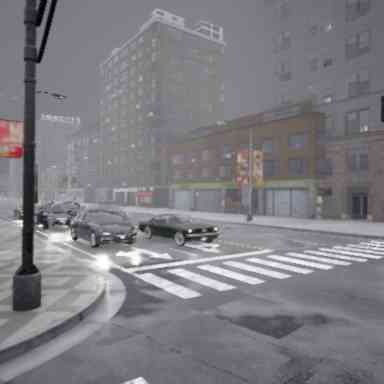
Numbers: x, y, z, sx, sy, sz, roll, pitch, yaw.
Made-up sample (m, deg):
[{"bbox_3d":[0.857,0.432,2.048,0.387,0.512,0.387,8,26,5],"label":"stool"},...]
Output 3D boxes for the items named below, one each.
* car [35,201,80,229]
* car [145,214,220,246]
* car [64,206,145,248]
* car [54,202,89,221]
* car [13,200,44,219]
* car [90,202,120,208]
[{"bbox_3d":[-9.760,1.659,23.332,2.128,1.511,4.902,1,-1,-36],"label":"car"},{"bbox_3d":[-0.744,1.763,16.399,1.895,1.301,4.718,1,-1,-36],"label":"car"},{"bbox_3d":[-4.290,1.633,15.753,1.837,1.490,4.892,1,-1,-36],"label":"car"},{"bbox_3d":[-11.358,1.738,31.109,1.837,1.490,4.892,1,-1,-36],"label":"car"},{"bbox_3d":[-15.579,1.707,31.412,1.837,1.490,4.892,1,-1,-36],"label":"car"},{"bbox_3d":[-6.041,1.552,23.745,2.097,1.767,4.553,1,-1,-36],"label":"car"}]
